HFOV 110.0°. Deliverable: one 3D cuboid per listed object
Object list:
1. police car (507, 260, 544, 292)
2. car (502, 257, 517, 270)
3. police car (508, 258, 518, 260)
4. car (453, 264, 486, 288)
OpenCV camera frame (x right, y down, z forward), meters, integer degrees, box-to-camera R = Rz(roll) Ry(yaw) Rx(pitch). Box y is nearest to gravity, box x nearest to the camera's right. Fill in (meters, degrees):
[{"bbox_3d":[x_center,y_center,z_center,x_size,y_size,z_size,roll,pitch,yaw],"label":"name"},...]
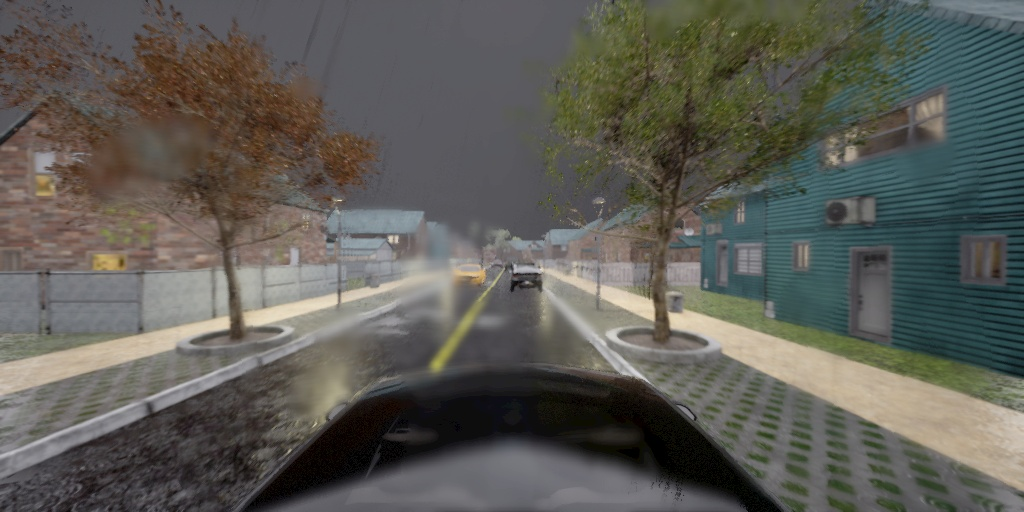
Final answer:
[{"bbox_3d":[0.830,1.221,21.840,1.930,1.638,5.238,0,0,0],"label":"police car"},{"bbox_3d":[0.015,1.162,56.030,2.150,2.045,5.566,0,0,0],"label":"car"},{"bbox_3d":[0.833,1.256,31.842,1.930,1.638,5.238,0,0,0],"label":"police car"},{"bbox_3d":[-2.841,1.282,24.694,1.882,1.535,5.008,0,0,0],"label":"car"}]
